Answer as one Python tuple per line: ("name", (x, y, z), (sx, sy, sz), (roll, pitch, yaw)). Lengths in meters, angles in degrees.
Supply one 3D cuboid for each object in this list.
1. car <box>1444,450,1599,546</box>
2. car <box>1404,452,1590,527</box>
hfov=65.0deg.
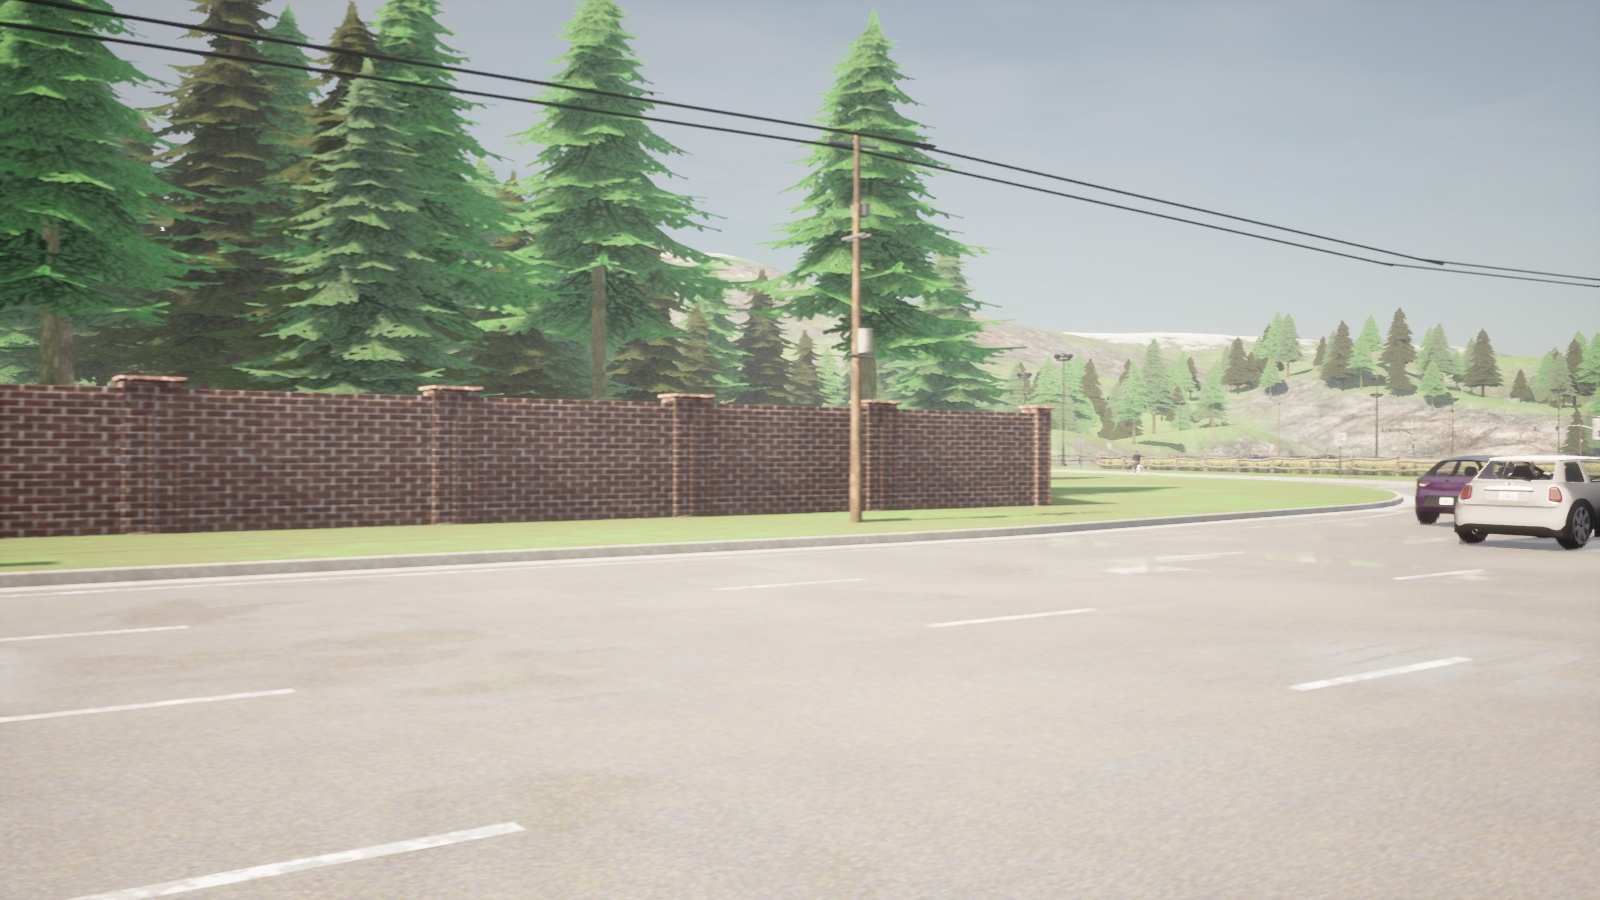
("car", (12.793, 0.732, 21.091), (3.806, 1.475, 1.970), (0, 0, -35))
("car", (14.931, 0.789, 26.843), (4.193, 1.474, 1.816), (0, 0, -35))
